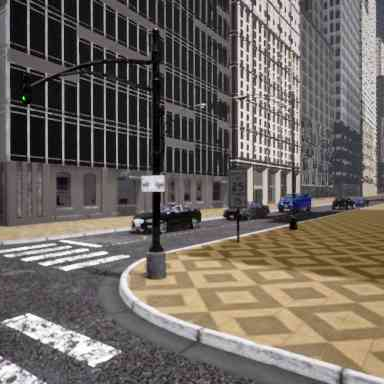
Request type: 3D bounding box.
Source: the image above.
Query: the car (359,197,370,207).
[{"bbox_3d":[24.636,1.365,48.745,2.033,1.411,5.357,0,0,37],"label":"car"}]

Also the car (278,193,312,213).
[{"bbox_3d":[11.211,1.108,35.967,2.150,2.045,5.566,0,0,37],"label":"car"}]

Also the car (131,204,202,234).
[{"bbox_3d":[-1.349,1.443,19.217,2.128,1.511,4.902,0,0,37],"label":"car"}]

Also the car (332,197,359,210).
[{"bbox_3d":[18.423,1.356,40.377,1.837,1.490,4.892,0,0,37],"label":"car"}]

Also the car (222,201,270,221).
[{"bbox_3d":[4.570,1.468,27.119,2.033,1.411,5.357,0,0,37],"label":"car"}]
